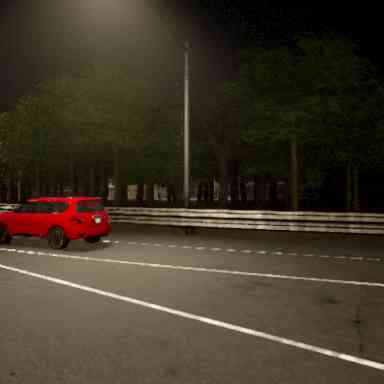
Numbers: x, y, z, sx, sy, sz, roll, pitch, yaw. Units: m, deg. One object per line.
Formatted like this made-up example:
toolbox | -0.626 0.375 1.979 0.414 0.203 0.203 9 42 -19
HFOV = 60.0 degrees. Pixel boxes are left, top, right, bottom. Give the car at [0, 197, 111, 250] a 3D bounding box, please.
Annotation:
car | -6.161 1.236 14.495 5.566 2.045 2.150 0 0 26
